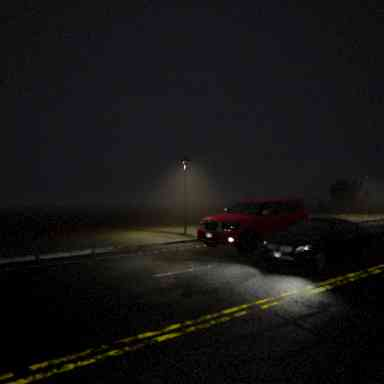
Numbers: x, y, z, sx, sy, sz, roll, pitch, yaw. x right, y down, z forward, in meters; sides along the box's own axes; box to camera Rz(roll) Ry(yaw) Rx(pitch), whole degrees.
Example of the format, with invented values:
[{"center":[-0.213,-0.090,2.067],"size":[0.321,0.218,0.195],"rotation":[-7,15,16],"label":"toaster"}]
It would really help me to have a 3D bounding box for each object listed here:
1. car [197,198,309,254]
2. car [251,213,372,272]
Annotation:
[{"center":[2.816,1.273,14.100],"size":[5.566,2.045,2.150],"rotation":[0,0,-38],"label":"car"},{"center":[4.333,1.572,11.168],"size":[4.674,1.442,1.812],"rotation":[0,0,-38],"label":"car"}]
